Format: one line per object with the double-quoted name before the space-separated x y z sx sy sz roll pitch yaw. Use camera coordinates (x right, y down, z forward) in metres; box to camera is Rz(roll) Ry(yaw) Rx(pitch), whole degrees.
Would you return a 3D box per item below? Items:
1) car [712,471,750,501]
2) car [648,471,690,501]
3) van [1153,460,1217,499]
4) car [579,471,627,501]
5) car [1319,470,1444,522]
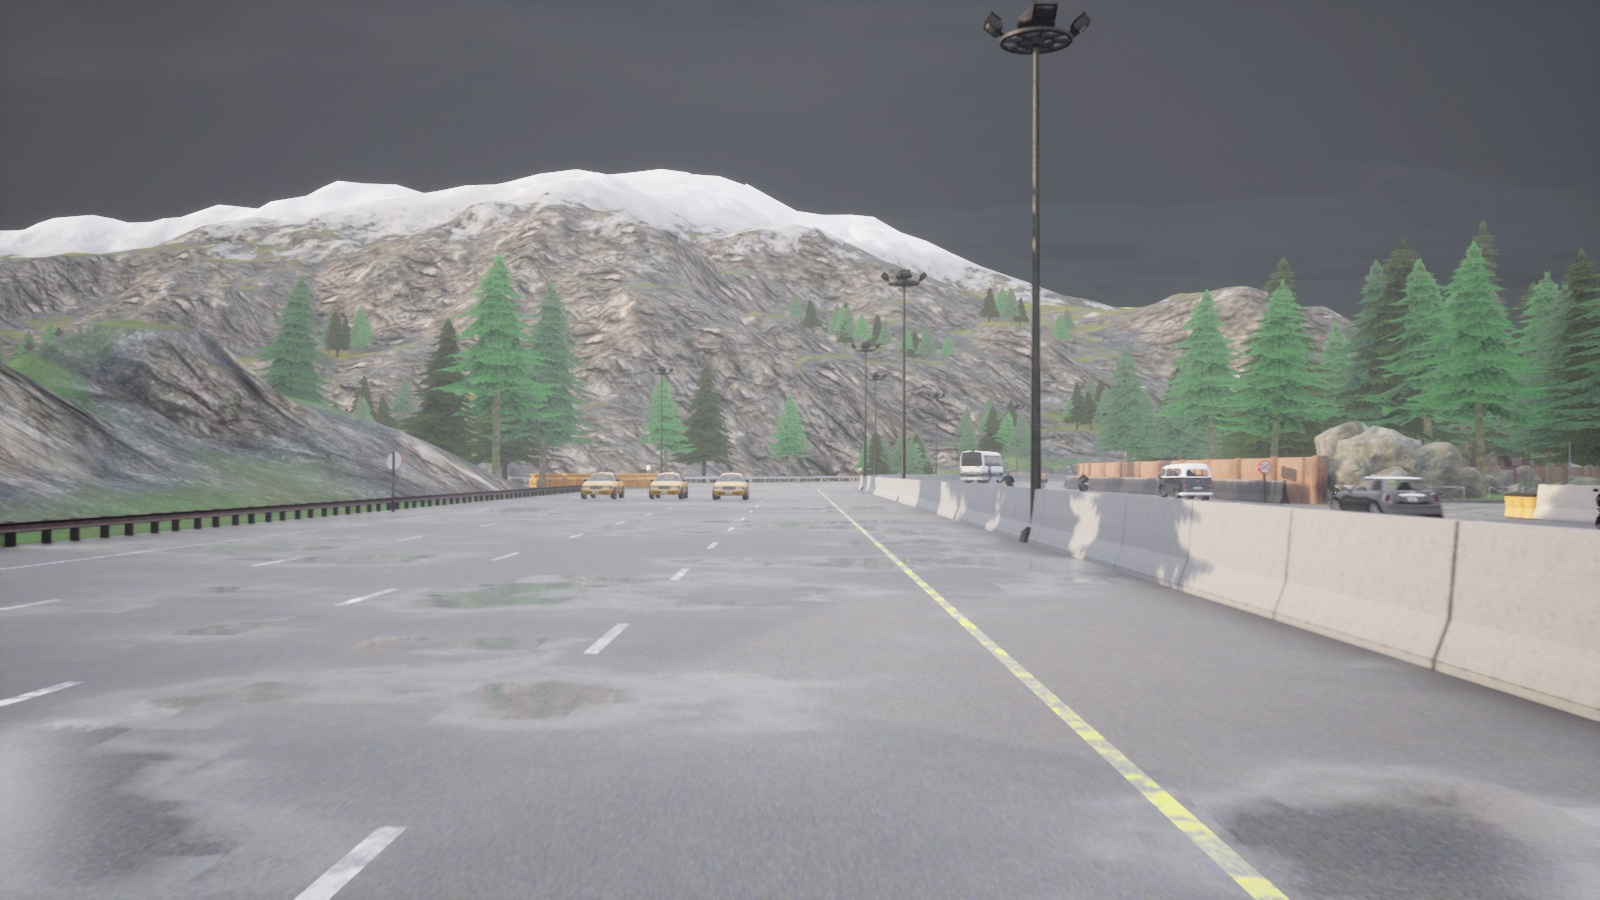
"car" -3.664 1.898 67.499 1.801 1.575 5.366 0 -1 0
"car" -7.168 1.940 69.154 1.801 1.575 5.366 0 -1 0
"van" 20.825 1.594 68.070 2.069 2.038 4.480 0 -1 0
"car" -10.666 1.941 68.388 1.801 1.575 5.366 0 -1 0
"car" 17.408 1.343 37.787 1.970 1.475 3.806 0 -1 0
